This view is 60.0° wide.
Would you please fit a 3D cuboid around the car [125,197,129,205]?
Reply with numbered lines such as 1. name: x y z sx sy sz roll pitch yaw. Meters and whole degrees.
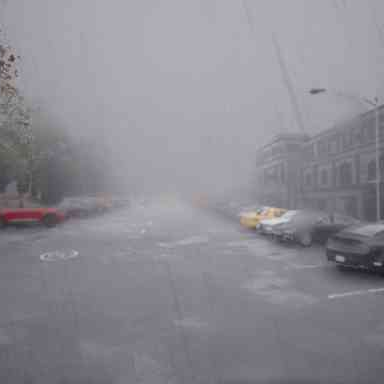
1. car: -14.176 2.152 59.314 4.674 1.452 2.002 0 -1 -23

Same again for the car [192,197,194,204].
1. car: 3.292 2.252 69.081 5.366 1.575 1.946 1 -1 -23

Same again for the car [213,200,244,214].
1. car: 5.121 1.868 33.864 4.892 1.521 2.231 1 0 -23

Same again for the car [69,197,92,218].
1. car: -12.645 1.713 32.870 4.553 1.767 2.185 -1 0 -23

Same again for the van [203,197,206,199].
1. van: 4.393 1.781 48.559 4.442 1.987 1.878 1 -1 -23

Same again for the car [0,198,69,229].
1. car: -12.149 1.514 24.055 5.566 2.045 2.435 -1 -1 -23

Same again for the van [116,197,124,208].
1. van: -13.735 1.816 53.486 4.442 1.987 1.878 0 -1 -23

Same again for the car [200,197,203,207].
1. car: 4.091 1.909 51.428 4.553 1.767 2.185 1 -1 -23

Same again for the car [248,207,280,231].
1. car: 5.947 1.784 19.216 4.674 1.452 2.002 1 0 -23

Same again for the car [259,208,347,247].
1. car: 6.118 1.720 16.288 4.892 1.521 2.231 1 0 -23

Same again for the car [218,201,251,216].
1. car: 5.254 1.871 30.919 4.792 1.488 2.163 1 0 -23

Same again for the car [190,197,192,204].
1. car: 2.962 2.331 74.932 5.366 1.575 1.946 1 -1 -23

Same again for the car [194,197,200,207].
1. car: 3.815 1.852 57.310 5.566 2.045 2.435 1 -1 -23

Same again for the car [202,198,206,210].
1. car: 4.444 1.974 45.578 5.008 1.535 2.097 1 -1 -23

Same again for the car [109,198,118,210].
1. car: -13.168 1.943 44.690 5.366 1.575 1.946 -1 -1 -23

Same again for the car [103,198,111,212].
1. car: -13.163 1.919 41.675 4.892 1.521 2.231 -1 0 -23

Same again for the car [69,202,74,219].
1. car: -12.363 1.820 26.963 4.792 1.488 2.163 -1 0 -23

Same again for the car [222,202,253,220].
1. car: 5.457 1.819 28.001 4.892 1.521 2.231 1 0 -23

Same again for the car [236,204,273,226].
1. car: 5.946 1.769 22.224 5.366 1.575 1.946 1 -1 -23

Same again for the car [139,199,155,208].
1. car: -7.910 2.006 61.085 2.097 1.767 4.553 0 -1 -3

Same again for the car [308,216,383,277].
1. car: 6.440 1.671 10.434 4.892 1.521 2.231 1 -1 -23

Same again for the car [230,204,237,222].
1. car: 5.615 1.833 25.075 4.674 1.452 2.002 1 0 -23

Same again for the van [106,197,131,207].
1. van: -14.400 1.962 65.243 4.442 1.987 1.878 0 -1 -23

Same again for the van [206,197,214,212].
1. van: 4.515 1.718 42.602 4.442 1.987 1.878 1 0 -23

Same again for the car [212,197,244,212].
1. car: 4.981 1.767 36.801 4.553 1.767 2.185 1 0 -23

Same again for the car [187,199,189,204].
1. car: 2.109 2.443 83.572 5.366 1.575 1.946 1 -1 -23

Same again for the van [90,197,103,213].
1. van: -13.109 1.667 38.686 4.442 1.987 1.878 -1 0 -23

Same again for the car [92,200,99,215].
1. car: -12.864 1.895 35.784 4.792 1.488 2.163 -1 0 -23

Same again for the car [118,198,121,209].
1. car: -13.666 2.049 50.490 4.674 1.452 2.002 0 0 -23

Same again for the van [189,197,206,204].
1. van: 1.671 2.495 95.404 4.442 1.987 1.878 2 -3 -24

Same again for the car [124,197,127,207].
1. car: -14.006 2.117 56.374 4.674 1.452 2.002 0 -1 -23
